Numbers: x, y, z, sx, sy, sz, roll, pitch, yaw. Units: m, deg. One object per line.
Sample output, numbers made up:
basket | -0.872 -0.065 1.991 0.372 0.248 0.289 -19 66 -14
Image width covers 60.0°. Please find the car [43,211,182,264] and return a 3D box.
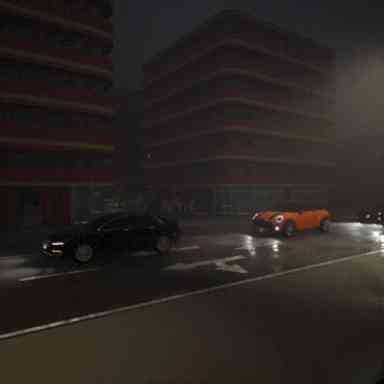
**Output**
car | -2.668 1.480 11.922 4.892 1.490 1.837 0 0 -35

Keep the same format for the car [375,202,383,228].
car | 12.356 1.388 18.260 4.892 1.490 1.837 0 0 -35

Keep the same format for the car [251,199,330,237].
car | 5.230 1.269 17.571 4.553 1.767 2.097 0 0 -36

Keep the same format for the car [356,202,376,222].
car | 13.305 1.421 23.344 4.181 1.385 1.994 0 0 -37
